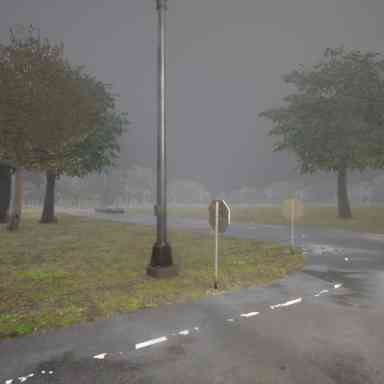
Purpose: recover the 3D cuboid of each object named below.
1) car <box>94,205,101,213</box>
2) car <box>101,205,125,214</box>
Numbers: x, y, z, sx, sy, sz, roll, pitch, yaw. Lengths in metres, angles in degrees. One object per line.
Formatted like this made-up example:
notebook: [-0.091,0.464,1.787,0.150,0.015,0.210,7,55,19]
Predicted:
car: [-16.499,3.129,61.268,1.994,1.385,4.181,2,-2,-33]
car: [-13.055,3.012,56.128,2.033,1.411,5.357,2,-2,-34]
